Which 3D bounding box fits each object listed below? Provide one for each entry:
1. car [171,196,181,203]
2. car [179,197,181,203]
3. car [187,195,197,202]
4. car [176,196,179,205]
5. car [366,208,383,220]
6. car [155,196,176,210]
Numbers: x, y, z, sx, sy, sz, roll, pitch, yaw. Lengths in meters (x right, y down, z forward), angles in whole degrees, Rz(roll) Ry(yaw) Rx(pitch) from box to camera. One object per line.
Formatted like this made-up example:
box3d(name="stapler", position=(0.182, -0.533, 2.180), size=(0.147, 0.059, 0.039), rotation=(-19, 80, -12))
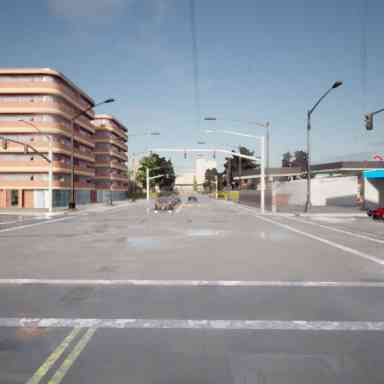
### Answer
box3d(name="car", position=(-3.423, 1.595, 70.779), size=(1.895, 1.301, 4.718), rotation=(0, 0, 0))
box3d(name="car", position=(-3.499, 1.505, 60.816), size=(1.837, 1.490, 4.892), rotation=(0, 0, 0))
box3d(name="car", position=(0.077, 1.339, 70.824), size=(1.812, 1.442, 4.674), rotation=(0, 0, 0))
box3d(name="car", position=(-3.530, 1.601, 51.662), size=(1.895, 1.301, 4.718), rotation=(0, 0, 0))
box3d(name="car", position=(16.564, 1.601, 26.430), size=(4.718, 1.301, 1.895), rotation=(0, 0, 1))
box3d(name="car", position=(-3.539, 1.352, 42.713), size=(2.097, 1.767, 4.553), rotation=(0, 0, 0))
